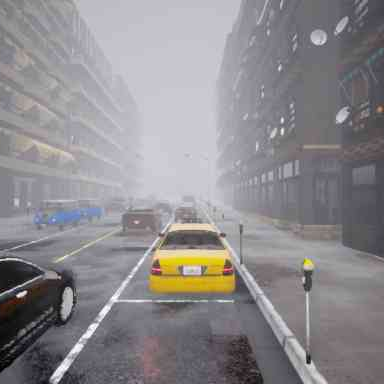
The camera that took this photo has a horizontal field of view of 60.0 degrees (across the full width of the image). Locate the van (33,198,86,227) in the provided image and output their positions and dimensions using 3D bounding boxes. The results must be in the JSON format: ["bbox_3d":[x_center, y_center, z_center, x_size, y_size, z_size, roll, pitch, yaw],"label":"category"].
[{"bbox_3d":[-8.311,1.358,20.753,1.690,1.788,3.998,2,0,0],"label":"van"}]

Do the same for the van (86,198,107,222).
[{"bbox_3d":[-8.313,1.368,26.285,1.690,1.788,3.998,1,0,0],"label":"van"}]

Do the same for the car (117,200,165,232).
[{"bbox_3d":[-2.966,1.494,20.456,1.882,1.535,5.008,0,0,0],"label":"car"}]

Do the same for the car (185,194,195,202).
[{"bbox_3d":[-0.469,1.521,81.536,2.192,1.841,5.009,1,0,0],"label":"car"}]

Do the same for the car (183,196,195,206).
[{"bbox_3d":[-0.471,1.553,59.411,1.967,1.590,4.097,1,0,0],"label":"car"}]

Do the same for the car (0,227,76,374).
[{"bbox_3d":[-3.020,1.508,4.161,1.837,1.490,4.892,0,0,0],"label":"car"}]

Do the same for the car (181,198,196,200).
[{"bbox_3d":[-0.437,1.582,31.754,1.887,1.381,4.507,1,0,0],"label":"car"}]

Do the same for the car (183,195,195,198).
[{"bbox_3d":[-0.427,1.490,37.286,1.967,1.590,4.097,1,0,0],"label":"car"}]

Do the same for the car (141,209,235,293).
[{"bbox_3d":[0.004,1.462,8.843,1.801,1.575,5.366,0,0,0],"label":"car"}]

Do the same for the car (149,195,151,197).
[{"bbox_3d":[-8.319,1.660,53.938,1.947,1.339,4.313,1,0,0],"label":"car"}]

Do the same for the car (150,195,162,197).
[{"bbox_3d":[-8.315,1.470,70.528,2.192,1.841,5.009,1,0,0],"label":"car"}]

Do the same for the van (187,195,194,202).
[{"bbox_3d":[-0.471,1.575,87.068,1.690,1.788,3.998,1,0,0],"label":"van"}]

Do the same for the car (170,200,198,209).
[{"bbox_3d":[-0.437,1.572,26.224,1.887,1.381,4.507,1,0,0],"label":"car"}]

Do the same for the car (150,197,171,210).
[{"bbox_3d":[-2.972,1.570,34.919,1.812,1.442,4.674,0,0,0],"label":"car"}]

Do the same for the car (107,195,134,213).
[{"bbox_3d":[-8.312,1.365,37.346,2.192,1.841,5.009,1,0,0],"label":"car"}]

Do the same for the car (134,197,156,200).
[{"bbox_3d":[-5.821,1.626,41.861,1.994,1.385,4.181,0,0,1],"label":"car"}]
